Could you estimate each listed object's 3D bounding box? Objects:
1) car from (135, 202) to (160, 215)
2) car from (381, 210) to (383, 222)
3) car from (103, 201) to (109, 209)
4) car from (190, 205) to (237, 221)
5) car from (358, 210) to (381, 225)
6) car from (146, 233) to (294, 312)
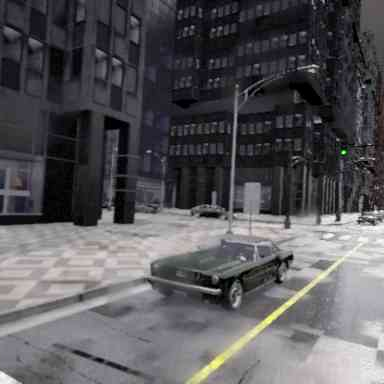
[{"bbox_3d":[-5.688,1.842,38.178,4.181,1.385,1.994,2,-2,33],"label":"car"},{"bbox_3d":[26.220,3.513,47.661,1.994,1.385,4.181,2,-1,33],"label":"car"},{"bbox_3d":[-13.725,1.662,47.167,4.181,1.385,1.994,2,-2,33],"label":"car"},{"bbox_3d":[2.153,2.058,33.097,4.902,1.511,2.128,2,-2,32],"label":"car"},{"bbox_3d":[20.821,3.064,39.306,1.837,1.490,4.892,2,-1,33],"label":"car"},{"bbox_3d":[0.993,1.785,8.419,1.895,1.301,4.718,2,-1,33],"label":"car"}]
